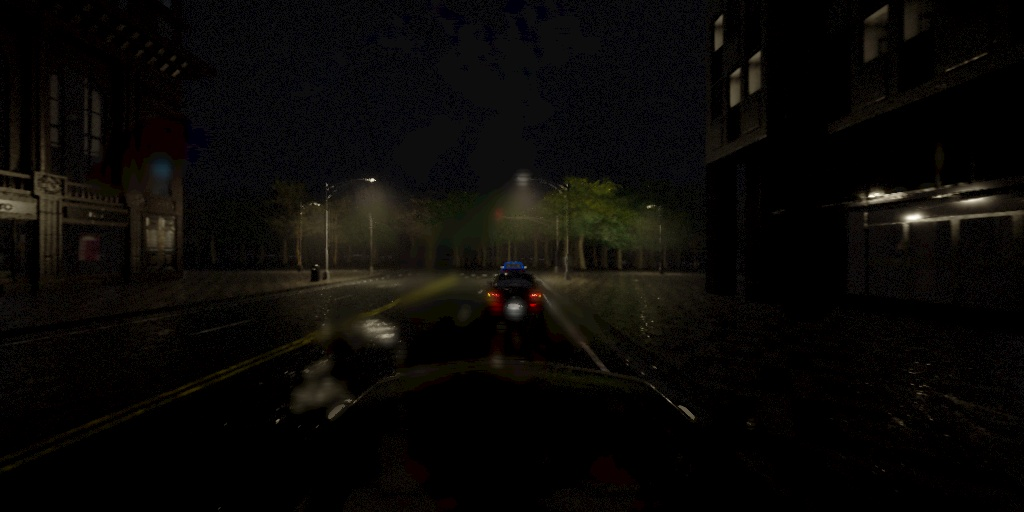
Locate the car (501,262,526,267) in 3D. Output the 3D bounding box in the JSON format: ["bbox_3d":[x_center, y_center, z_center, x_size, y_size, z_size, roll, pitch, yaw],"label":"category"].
[{"bbox_3d":[0.115,1.208,27.371,1.882,1.535,5.008,0,0,0],"label":"car"}]

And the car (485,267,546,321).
[{"bbox_3d":[0.099,1.274,12.259,1.812,1.442,4.674,0,0,0],"label":"car"}]
